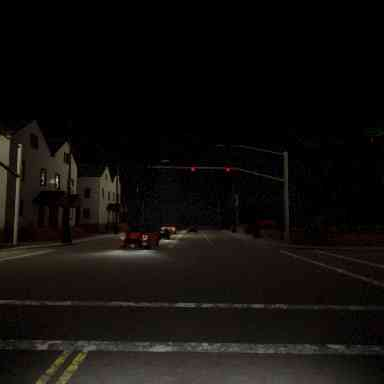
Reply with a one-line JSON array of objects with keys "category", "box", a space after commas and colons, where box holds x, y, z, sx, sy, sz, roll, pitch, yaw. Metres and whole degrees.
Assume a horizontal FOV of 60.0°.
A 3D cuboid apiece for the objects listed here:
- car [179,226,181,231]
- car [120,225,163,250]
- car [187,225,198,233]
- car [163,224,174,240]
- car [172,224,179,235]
[{"category": "car", "box": [-3.402, 7.260, 67.300, 1.837, 1.490, 4.892, 0, -6, 0]}, {"category": "car", "box": [-3.866, 3.342, 25.248, 2.097, 1.767, 4.553, 0, -5, 6]}, {"category": "car", "box": [0.094, 6.472, 57.910, 2.033, 1.411, 5.357, 0, -5, 0]}, {"category": "car", "box": [-3.529, 4.680, 37.899, 1.994, 1.385, 4.181, 0, -5, 0]}, {"category": "car", "box": [-3.500, 5.635, 50.930, 2.097, 1.767, 4.553, 0, -5, 0]}]
